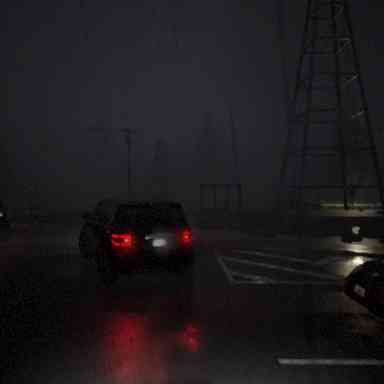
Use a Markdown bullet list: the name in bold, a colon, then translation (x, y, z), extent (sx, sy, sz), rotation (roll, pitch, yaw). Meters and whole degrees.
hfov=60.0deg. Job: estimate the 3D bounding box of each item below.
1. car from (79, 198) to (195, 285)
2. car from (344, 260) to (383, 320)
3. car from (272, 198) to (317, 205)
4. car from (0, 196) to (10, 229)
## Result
- **car**: translation (-1.855, 1.190, 9.754), extent (2.150, 2.045, 5.566), rotation (0, 0, -25)
- **car**: translation (4.888, 1.501, 5.861), extent (3.905, 1.438, 1.784), rotation (0, 0, 0)
- **car**: translation (10.828, 1.361, 34.501), extent (5.008, 1.535, 1.882), rotation (1, 0, 2)
- **car**: translation (-11.668, 1.167, 15.846), extent (5.566, 2.045, 2.150), rotation (0, 0, 4)
